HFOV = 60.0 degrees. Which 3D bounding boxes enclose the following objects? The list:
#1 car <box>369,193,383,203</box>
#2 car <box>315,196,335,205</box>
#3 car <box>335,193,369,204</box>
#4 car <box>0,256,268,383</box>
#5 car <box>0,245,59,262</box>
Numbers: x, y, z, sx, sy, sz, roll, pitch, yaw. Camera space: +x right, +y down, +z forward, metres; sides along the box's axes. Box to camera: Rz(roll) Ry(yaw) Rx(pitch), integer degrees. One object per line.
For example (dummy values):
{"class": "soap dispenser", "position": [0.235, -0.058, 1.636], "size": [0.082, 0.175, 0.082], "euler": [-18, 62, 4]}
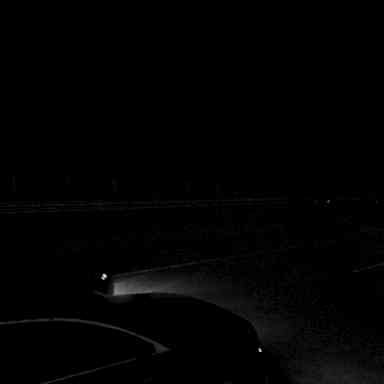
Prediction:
{"class": "car", "position": [22.726, 1.106, 37.389], "size": [5.566, 2.045, 2.150], "euler": [0, 0, -35]}
{"class": "car", "position": [17.685, 1.239, 42.387], "size": [4.553, 1.767, 2.097], "euler": [0, 0, -35]}
{"class": "car", "position": [19.990, 1.108, 39.732], "size": [5.566, 2.045, 2.150], "euler": [0, 0, -35]}
{"class": "car", "position": [-1.477, 1.503, 2.693], "size": [4.892, 1.490, 1.837], "euler": [0, 0, -36]}
{"class": "car", "position": [-3.467, 1.562, 5.574], "size": [4.181, 1.385, 1.994], "euler": [0, 0, -36]}
